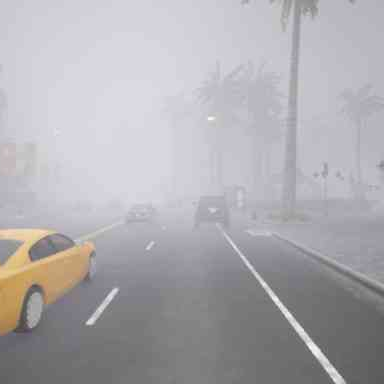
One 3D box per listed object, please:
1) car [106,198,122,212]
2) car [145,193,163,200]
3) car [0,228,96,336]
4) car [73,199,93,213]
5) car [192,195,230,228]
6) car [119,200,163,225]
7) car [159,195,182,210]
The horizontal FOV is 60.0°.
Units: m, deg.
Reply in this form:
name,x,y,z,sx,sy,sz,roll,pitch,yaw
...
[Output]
name,x,y,z,sx,sy,sz,roll,pitch,yaw
car,-9.140,1.471,39.573,1.882,1.535,5.008,0,0,-14
car,-6.030,1.214,53.602,2.150,2.045,5.566,0,0,-23
car,-3.446,1.477,6.771,1.882,1.535,5.008,0,0,1
car,-12.315,1.520,37.844,1.812,1.442,4.674,0,0,-13
car,1.228,1.218,22.156,2.150,2.045,5.566,0,0,0
car,-3.506,1.544,23.846,2.033,1.411,5.357,0,0,-1
car,-2.601,1.471,43.536,1.882,1.535,5.008,0,0,-15
